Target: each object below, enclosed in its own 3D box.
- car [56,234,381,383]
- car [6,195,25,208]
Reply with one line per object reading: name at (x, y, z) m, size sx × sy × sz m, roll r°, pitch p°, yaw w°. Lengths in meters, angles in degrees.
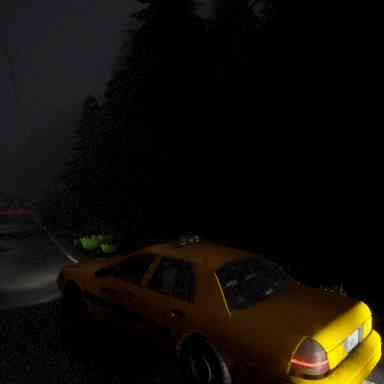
car at (-0.251, 1.418, 5.068) m, size 5.366 × 1.575 × 1.801 m, roll 1°, pitch 1°, yaw 44°
car at (-21.198, 1.056, 40.009) m, size 2.128 × 1.511 × 4.902 m, roll -2°, pitch 2°, yaw -27°
